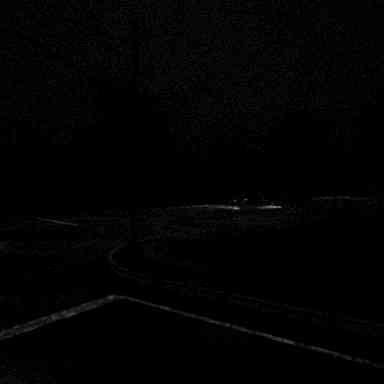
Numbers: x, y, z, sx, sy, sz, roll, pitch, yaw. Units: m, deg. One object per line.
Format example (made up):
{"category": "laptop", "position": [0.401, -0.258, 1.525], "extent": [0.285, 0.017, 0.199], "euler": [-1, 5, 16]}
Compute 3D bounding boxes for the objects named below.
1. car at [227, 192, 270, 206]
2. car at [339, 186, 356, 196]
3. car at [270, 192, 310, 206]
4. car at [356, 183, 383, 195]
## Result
{"category": "car", "position": [6.153, 0.773, 37.998], "extent": [4.892, 1.490, 1.837], "euler": [-3, 2, -34]}
{"category": "car", "position": [23.578, -0.152, 47.987], "extent": [4.718, 1.301, 1.895], "euler": [-3, 2, -25]}
{"category": "car", "position": [10.791, 0.704, 36.961], "extent": [5.357, 1.411, 2.033], "euler": [-3, 3, -33]}
{"category": "car", "position": [25.078, -0.540, 44.820], "extent": [5.008, 1.535, 1.882], "euler": [-4, 2, -25]}
